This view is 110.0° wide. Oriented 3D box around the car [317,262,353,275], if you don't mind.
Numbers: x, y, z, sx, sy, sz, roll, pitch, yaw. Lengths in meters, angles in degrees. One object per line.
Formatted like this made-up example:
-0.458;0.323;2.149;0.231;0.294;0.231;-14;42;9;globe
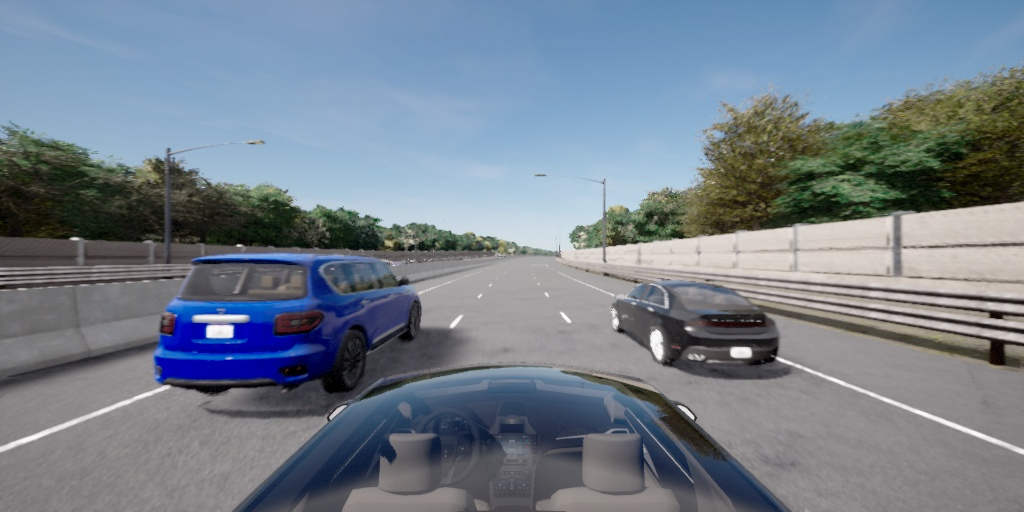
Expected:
-20.429;1.407;41.589;1.994;1.385;4.181;0;0;2;car

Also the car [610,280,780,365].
3.619;1.285;8.076;1.837;1.490;4.892;0;0;0;car

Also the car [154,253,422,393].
-3.389;0.982;6.854;2.150;2.045;5.566;0;0;0;car

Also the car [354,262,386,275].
-16.896;1.452;42.928;1.895;1.301;4.718;0;0;2;car
